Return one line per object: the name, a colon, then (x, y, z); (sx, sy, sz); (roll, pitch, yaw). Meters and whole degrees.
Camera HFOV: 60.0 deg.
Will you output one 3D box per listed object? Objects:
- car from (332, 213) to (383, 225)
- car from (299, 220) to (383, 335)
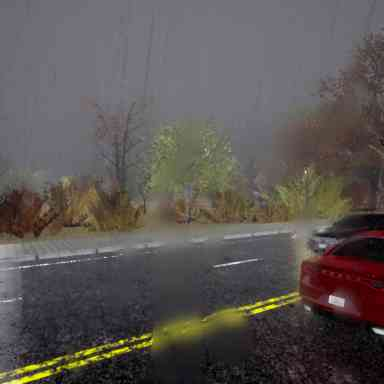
car: (6.331, 1.532, 12.183); (4.674, 1.442, 1.812); (0, -1, -30)
car: (4.180, 1.480, 6.415); (5.008, 1.535, 1.882); (0, 0, -35)
